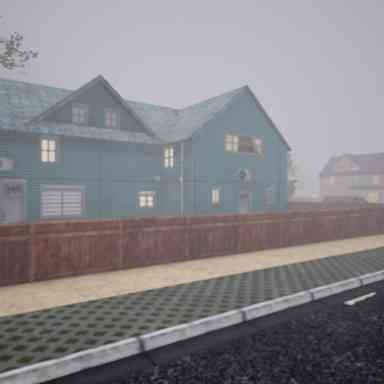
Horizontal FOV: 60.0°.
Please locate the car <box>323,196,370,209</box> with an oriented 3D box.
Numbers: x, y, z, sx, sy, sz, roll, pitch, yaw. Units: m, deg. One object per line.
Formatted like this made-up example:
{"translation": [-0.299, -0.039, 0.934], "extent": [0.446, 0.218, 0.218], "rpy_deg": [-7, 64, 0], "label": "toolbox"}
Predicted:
{"translation": [14.091, 1.351, 29.180], "extent": [2.150, 2.045, 5.566], "rpy_deg": [0, 0, -36], "label": "car"}
